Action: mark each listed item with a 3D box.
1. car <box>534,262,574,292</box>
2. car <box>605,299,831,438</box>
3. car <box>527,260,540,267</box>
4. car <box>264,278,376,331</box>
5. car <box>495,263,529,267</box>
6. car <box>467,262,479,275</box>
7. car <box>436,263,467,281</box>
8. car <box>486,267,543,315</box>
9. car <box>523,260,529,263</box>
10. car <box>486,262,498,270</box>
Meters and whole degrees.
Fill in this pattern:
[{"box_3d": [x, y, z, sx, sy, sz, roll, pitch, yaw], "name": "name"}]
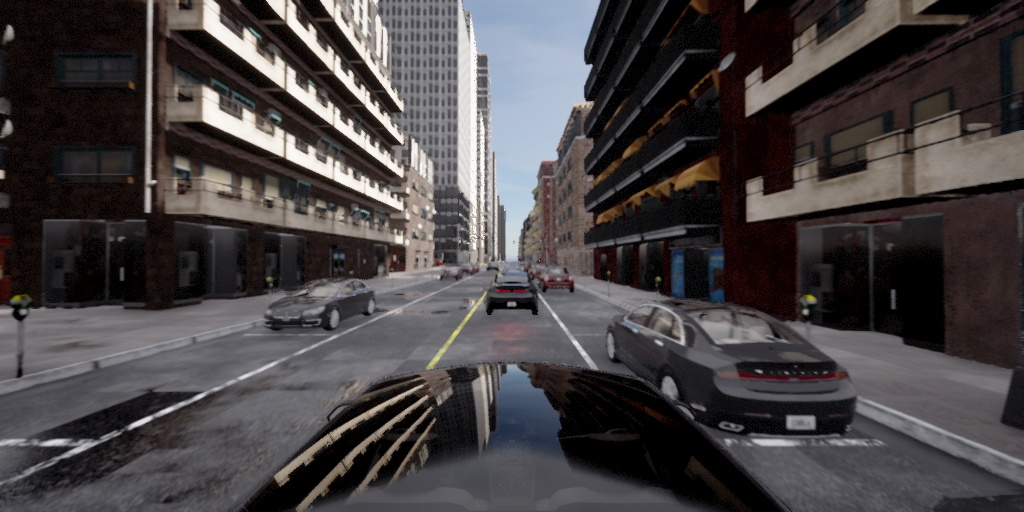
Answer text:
[{"box_3d": [2.692, 1.363, 22.564, 1.967, 1.591, 4.097, 0, 0, 0], "name": "car"}, {"box_3d": [2.690, 1.332, 5.519, 2.007, 1.370, 4.403, 0, 0, 0], "name": "car"}, {"box_3d": [2.693, 1.459, 33.929, 1.967, 1.591, 4.097, 0, 0, 0], "name": "car"}, {"box_3d": [-5.690, 1.379, 11.199, 2.007, 1.370, 4.403, 0, 0, 0], "name": "car"}, {"box_3d": [0.028, 1.509, 27.062, 2.033, 1.411, 5.357, 0, 0, 1], "name": "car"}, {"box_3d": [-5.686, 1.557, 45.292, 1.967, 1.591, 4.097, 0, 0, 0], "name": "car"}, {"box_3d": [-5.688, 1.601, 33.928, 1.802, 1.307, 4.207, 0, 0, 0], "name": "car"}, {"box_3d": [0.043, 1.357, 14.112, 1.837, 1.490, 4.892, 0, -1, 1], "name": "car"}, {"box_3d": [2.694, 1.432, 45.293, 2.192, 1.841, 5.009, 0, 0, 0], "name": "car"}, {"box_3d": [-3.048, 1.695, 56.793, 1.882, 1.535, 5.008, 0, -1, 1], "name": "car"}]
